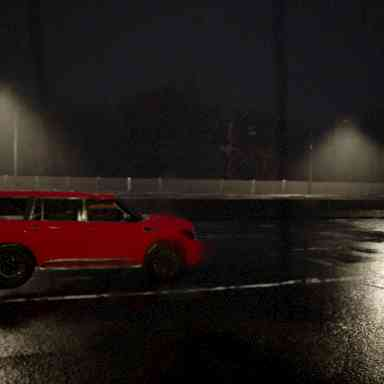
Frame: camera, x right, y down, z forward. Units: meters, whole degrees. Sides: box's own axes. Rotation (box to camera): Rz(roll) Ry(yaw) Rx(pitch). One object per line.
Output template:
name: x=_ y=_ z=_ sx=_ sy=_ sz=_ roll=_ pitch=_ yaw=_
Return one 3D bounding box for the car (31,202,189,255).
car: x=-2.777 y=1.179 z=11.802 sx=5.008 sy=1.535 sz=1.882 roll=1 pitch=1 yaw=-16

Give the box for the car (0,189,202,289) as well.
car: x=-2.544 y=0.984 z=8.228 sx=5.566 sy=2.045 sz=2.150 roll=1 pitch=1 yaw=-16
